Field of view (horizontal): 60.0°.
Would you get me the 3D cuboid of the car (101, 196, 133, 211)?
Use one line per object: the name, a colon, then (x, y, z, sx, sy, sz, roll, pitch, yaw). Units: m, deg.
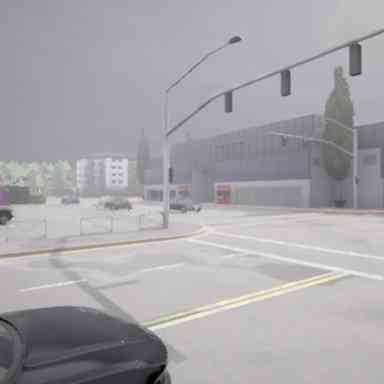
car: (-8.547, 1.211, 38.683, 2.097, 1.767, 4.553, -1, 0, -34)

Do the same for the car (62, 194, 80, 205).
car: (-20.632, 1.208, 56.816, 2.097, 1.767, 4.553, -1, 1, -34)

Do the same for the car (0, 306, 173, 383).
car: (-2.454, 1.487, 2.050, 5.008, 1.535, 1.882, -1, 0, -35)

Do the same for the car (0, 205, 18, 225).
car: (-13.247, 1.151, 20.276, 4.605, 1.855, 1.932, -1, 0, -35)

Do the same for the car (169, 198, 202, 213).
car: (-0.933, 1.317, 33.678, 2.128, 1.511, 4.902, -1, 0, -34)

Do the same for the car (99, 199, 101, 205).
car: (-12.977, 1.351, 51.589, 1.812, 1.442, 4.674, -1, 0, -34)
